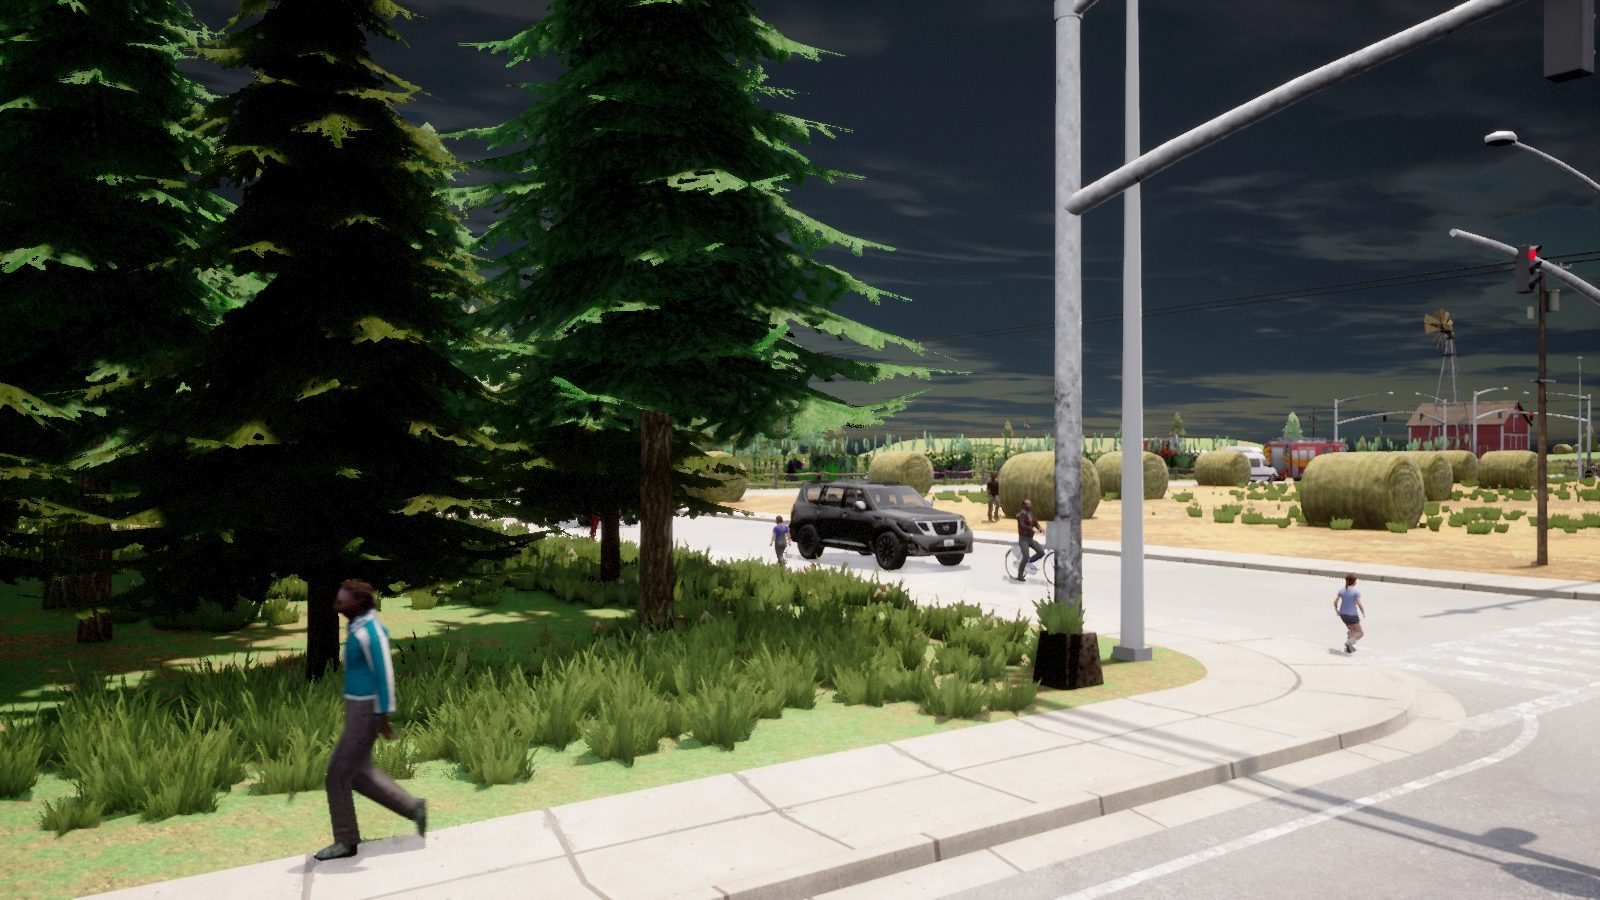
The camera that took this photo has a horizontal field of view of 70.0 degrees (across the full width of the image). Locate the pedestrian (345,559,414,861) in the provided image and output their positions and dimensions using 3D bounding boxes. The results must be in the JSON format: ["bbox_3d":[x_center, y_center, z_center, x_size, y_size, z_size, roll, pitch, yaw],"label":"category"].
[{"bbox_3d":[-2.755,1.669,7.478,0.375,1.860,0.375,0,0,-28],"label":"pedestrian"}]

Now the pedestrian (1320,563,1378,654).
[{"bbox_3d":[7.201,2.070,14.993,0.500,1.100,0.500,0,0,-30],"label":"pedestrian"}]

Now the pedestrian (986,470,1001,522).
[{"bbox_3d":[7.020,1.675,41.420,0.375,1.860,0.375,0,0,-21],"label":"pedestrian"}]

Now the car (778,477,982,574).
[{"bbox_3d":[1.861,1.776,28.753,2.150,2.045,5.566,0,0,-34],"label":"car"}]

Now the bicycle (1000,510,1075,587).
[{"bbox_3d":[5.011,2.056,24.187,0.329,1.471,1.835,0,0,-34],"label":"bicycle"}]

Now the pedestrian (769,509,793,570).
[{"bbox_3d":[-0.422,1.971,25.192,0.375,1.300,0.375,0,0,-35],"label":"pedestrian"}]
